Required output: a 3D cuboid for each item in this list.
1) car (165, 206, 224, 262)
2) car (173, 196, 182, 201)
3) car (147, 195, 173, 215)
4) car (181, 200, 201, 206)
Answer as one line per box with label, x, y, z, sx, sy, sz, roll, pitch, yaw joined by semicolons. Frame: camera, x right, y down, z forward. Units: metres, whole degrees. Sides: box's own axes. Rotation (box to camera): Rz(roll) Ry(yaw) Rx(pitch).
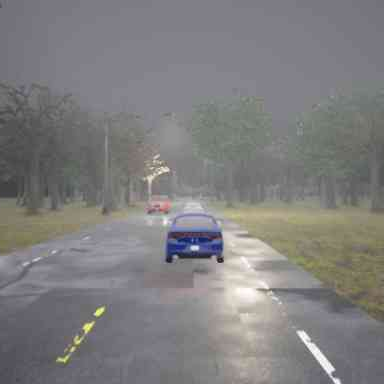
car;0.094;1.518;12.352;1.882;1.535;5.008;0;0;0
car;-3.499;1.649;78.557;2.097;1.767;4.553;0;-1;0
car;-3.594;1.403;36.846;2.150;2.045;5.566;0;0;0
car;0.096;1.664;29.747;1.812;1.442;4.674;0;0;0
